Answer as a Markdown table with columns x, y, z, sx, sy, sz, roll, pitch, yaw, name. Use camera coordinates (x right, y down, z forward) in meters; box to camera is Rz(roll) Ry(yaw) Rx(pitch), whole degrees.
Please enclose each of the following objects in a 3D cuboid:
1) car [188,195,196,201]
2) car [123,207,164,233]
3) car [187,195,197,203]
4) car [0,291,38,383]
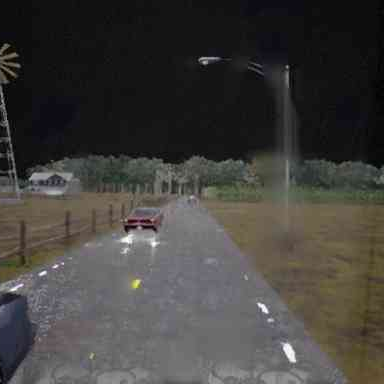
| x | y | z | sx | sy | sz | roll | pitch | yaw | name |
| --- | --- | --- | --- | --- | --- | --- | --- | --- | --- |
| 0.001 | 1.364 | 77.196 | 1.812 | 1.442 | 4.674 | 0 | 0 | 0 | car |
| -2.794 | 1.608 | 19.973 | 1.895 | 1.301 | 4.718 | 0 | 0 | 1 | car |
| 0.001 | 1.529 | 66.779 | 2.033 | 1.411 | 5.357 | 0 | 0 | 0 | car |
| -2.823 | 1.552 | 1.773 | 2.033 | 1.411 | 5.357 | 0 | 0 | 0 | car |
